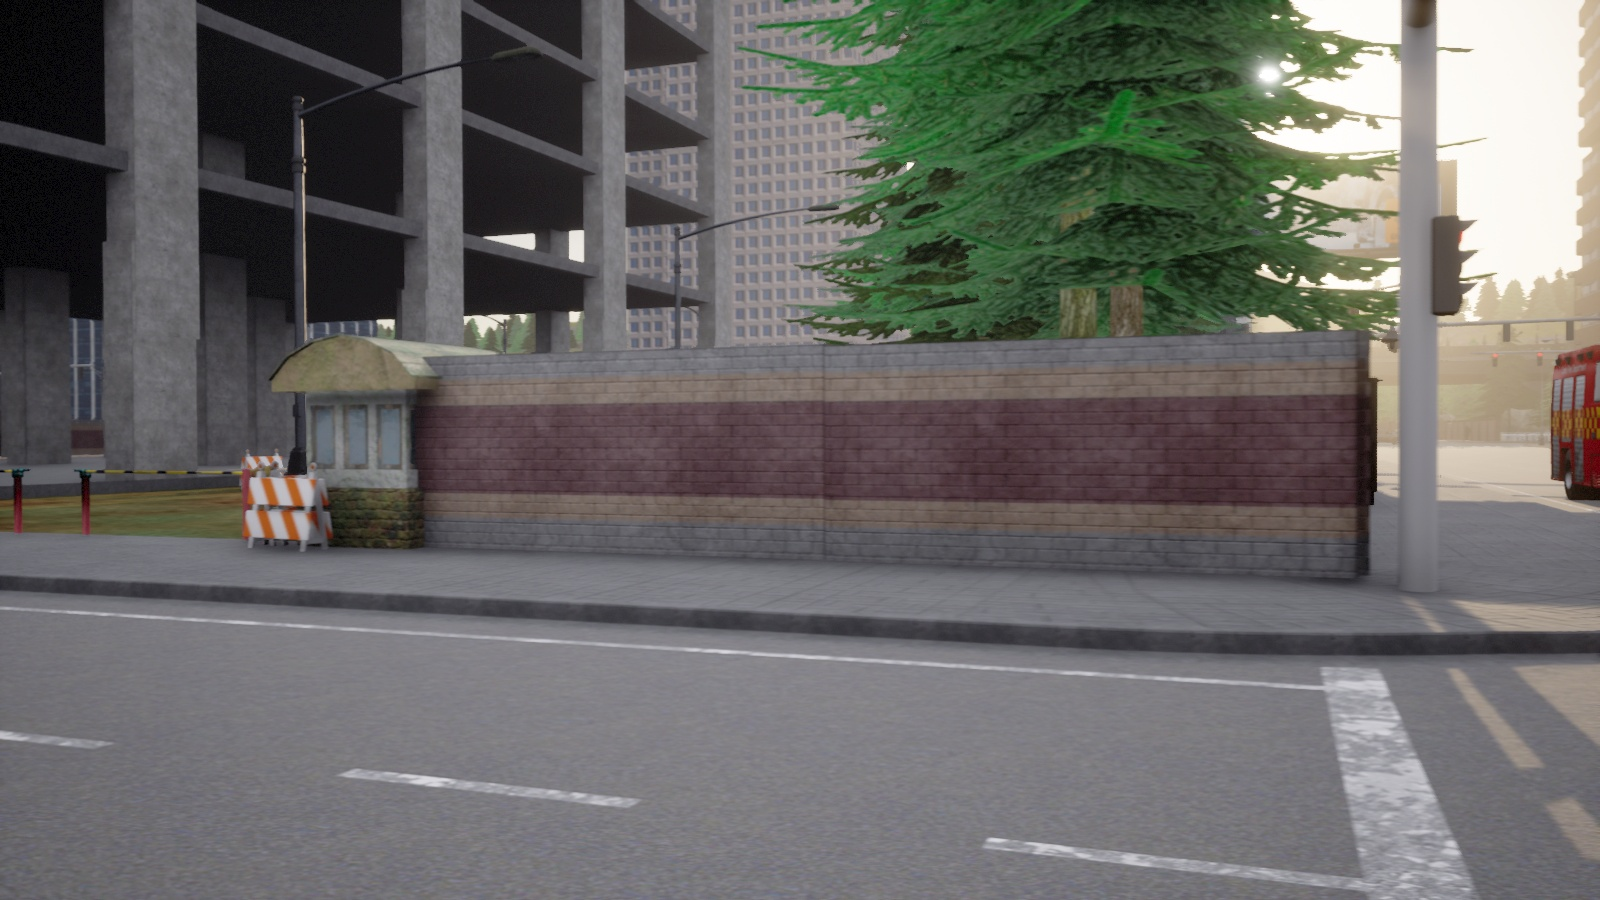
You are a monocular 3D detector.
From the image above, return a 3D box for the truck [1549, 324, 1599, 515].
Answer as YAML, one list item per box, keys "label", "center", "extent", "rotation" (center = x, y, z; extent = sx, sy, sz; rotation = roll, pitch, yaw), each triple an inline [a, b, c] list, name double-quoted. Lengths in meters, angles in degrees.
- label: "truck"
  center: [17.638, -0.608, 25.297]
  extent: [2.891, 3.827, 8.468]
  rotation: [0, 1, 21]
